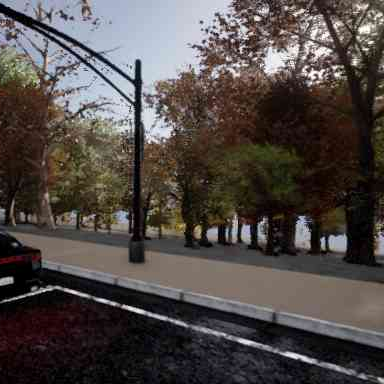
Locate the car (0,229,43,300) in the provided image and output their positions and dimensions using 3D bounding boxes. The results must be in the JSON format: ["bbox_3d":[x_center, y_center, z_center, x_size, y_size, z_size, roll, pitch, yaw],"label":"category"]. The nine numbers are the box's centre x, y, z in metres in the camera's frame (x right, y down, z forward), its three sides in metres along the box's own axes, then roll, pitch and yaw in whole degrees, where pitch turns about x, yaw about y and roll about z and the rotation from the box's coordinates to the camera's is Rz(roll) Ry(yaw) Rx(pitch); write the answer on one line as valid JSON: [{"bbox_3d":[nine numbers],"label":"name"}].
[{"bbox_3d":[-5.405,1.469,7.518,5.008,1.535,1.882,0,0,35],"label":"car"}]
